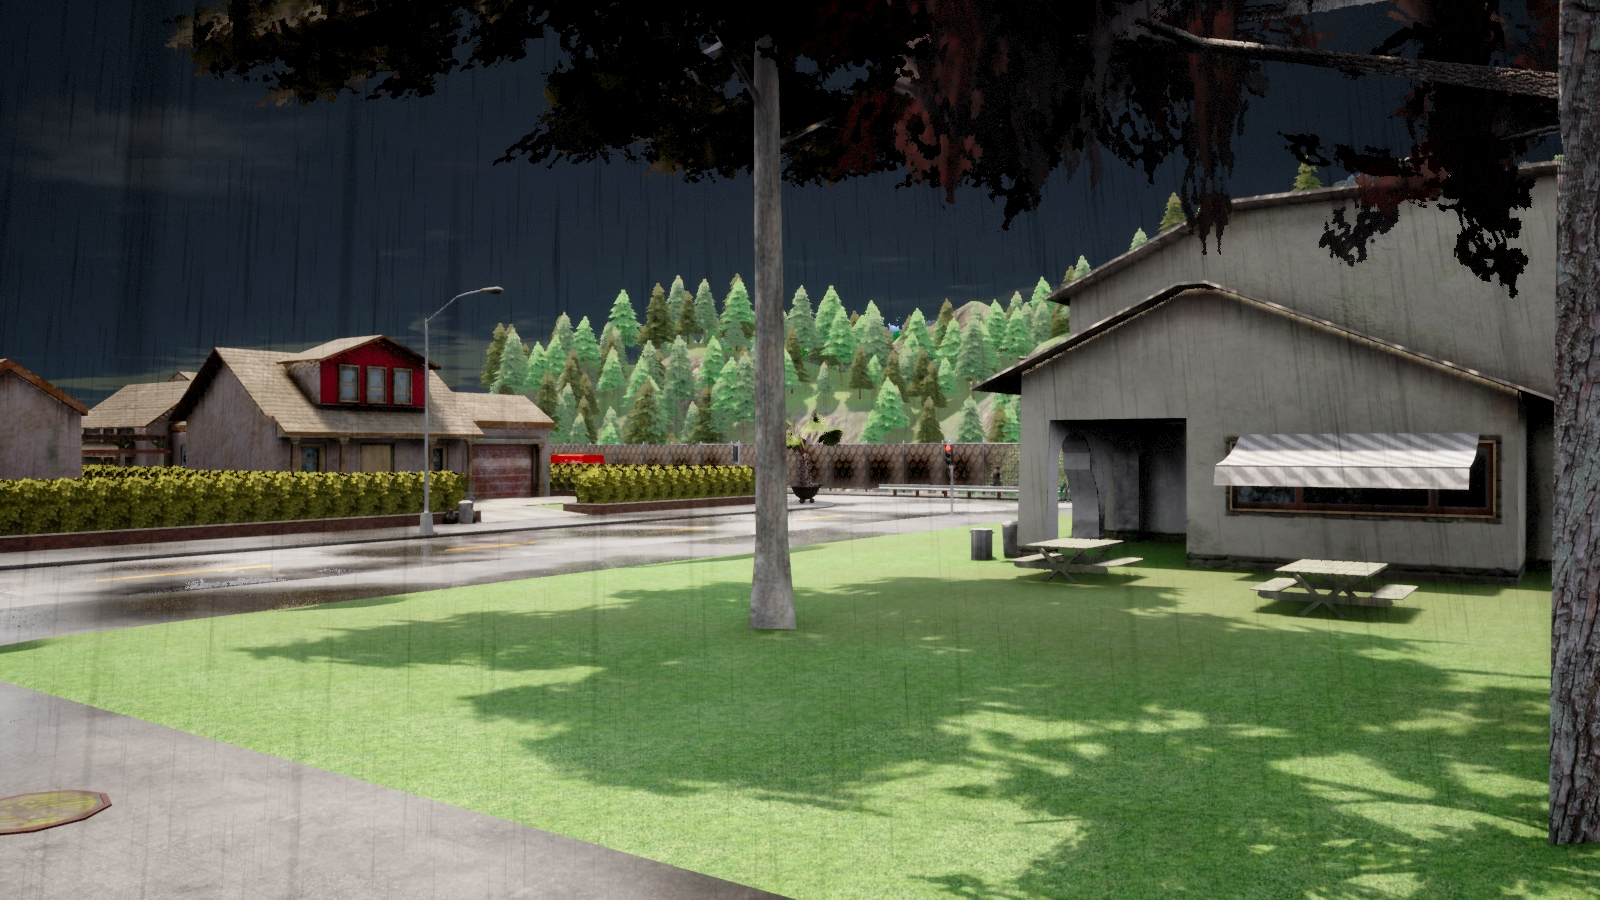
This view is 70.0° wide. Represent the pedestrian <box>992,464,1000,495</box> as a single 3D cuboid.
[{"bbox_3d":[11.586,1.745,67.596,0.375,1.860,0.375,0,0,34],"label":"pedestrian"}]
